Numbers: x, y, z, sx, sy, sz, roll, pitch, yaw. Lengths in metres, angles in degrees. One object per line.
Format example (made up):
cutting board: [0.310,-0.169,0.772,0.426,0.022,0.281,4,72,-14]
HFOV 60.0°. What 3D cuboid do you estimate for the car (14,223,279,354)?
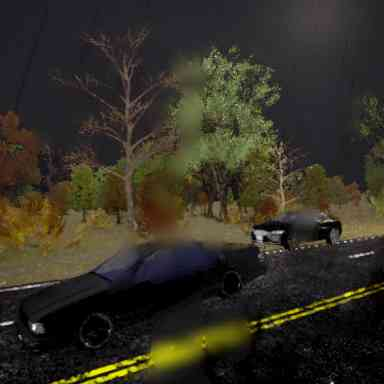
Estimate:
car: [-0.771,1.813,7.146,5.357,1.411,2.033,-6,0,-35]

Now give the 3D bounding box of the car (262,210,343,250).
car: [4.759,1.598,14.926,4.902,1.511,2.128,0,0,-35]
